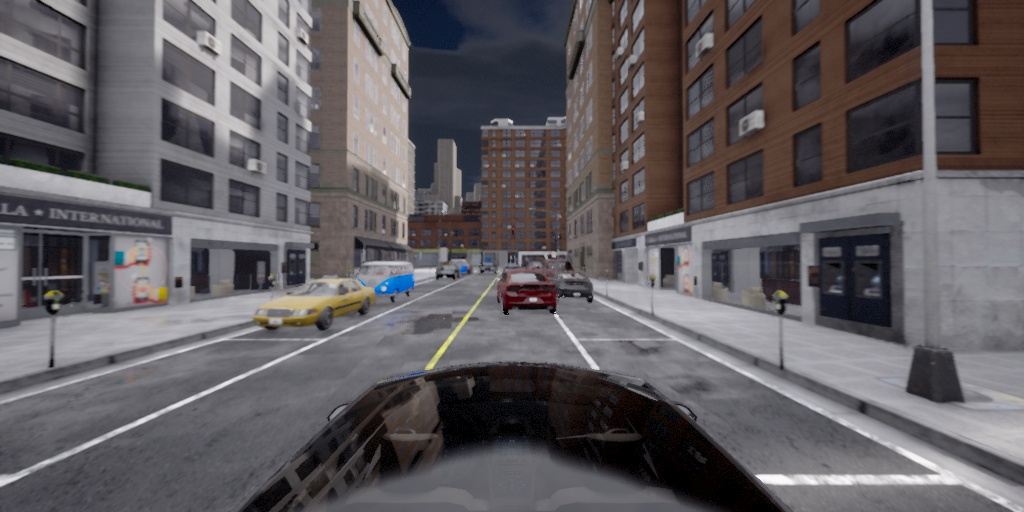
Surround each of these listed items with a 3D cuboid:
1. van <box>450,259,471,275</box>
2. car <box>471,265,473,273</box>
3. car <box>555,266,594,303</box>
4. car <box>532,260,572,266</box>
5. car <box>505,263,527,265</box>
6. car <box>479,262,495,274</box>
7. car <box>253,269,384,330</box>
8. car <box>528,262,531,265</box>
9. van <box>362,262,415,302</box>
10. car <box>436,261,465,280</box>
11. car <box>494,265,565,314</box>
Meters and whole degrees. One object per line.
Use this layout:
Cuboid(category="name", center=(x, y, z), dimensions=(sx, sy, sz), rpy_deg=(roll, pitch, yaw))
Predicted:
Cuboid(category="van", center=(-5.842, 1.256, 38.865), dimensions=(1.690, 1.789, 3.998), rpy_deg=(0, 0, 0))
Cuboid(category="car", center=(-5.840, 1.489, 44.348), dimensions=(1.888, 1.381, 4.507), rpy_deg=(0, 0, 0))
Cuboid(category="car", center=(2.674, 1.356, 16.931), dimensions=(2.007, 1.370, 4.403), rpy_deg=(0, 0, 0))
Cuboid(category="car", center=(2.677, 1.145, 22.412), dimensions=(2.192, 1.841, 5.009), rpy_deg=(0, 0, 0))
Cuboid(category="car", center=(0.110, 1.378, 33.389), dimensions=(2.128, 1.511, 4.902), rpy_deg=(0, 0, 0))
Cuboid(category="car", center=(-3.013, 1.518, 46.087), dimensions=(1.994, 1.385, 4.181), rpy_deg=(0, 0, 1))
Cuboid(category="car", center=(-5.853, 1.309, 11.285), dimensions=(1.751, 1.417, 4.829), rpy_deg=(0, 0, 0))
Cuboid(category="car", center=(2.683, 1.355, 38.860), dimensions=(1.967, 1.591, 4.097), rpy_deg=(0, 0, 0))
Cuboid(category="van", center=(-5.851, 1.147, 16.938), dimensions=(1.690, 1.789, 3.998), rpy_deg=(0, 0, 0))
Cuboid(category="car", center=(-5.844, 1.452, 33.383), dimensions=(1.948, 1.339, 4.313), rpy_deg=(0, 0, 0))
Cuboid(category="car", center=(0.456, 1.272, 14.062), dimensions=(1.882, 1.535, 5.008), rpy_deg=(0, 0, -5))
